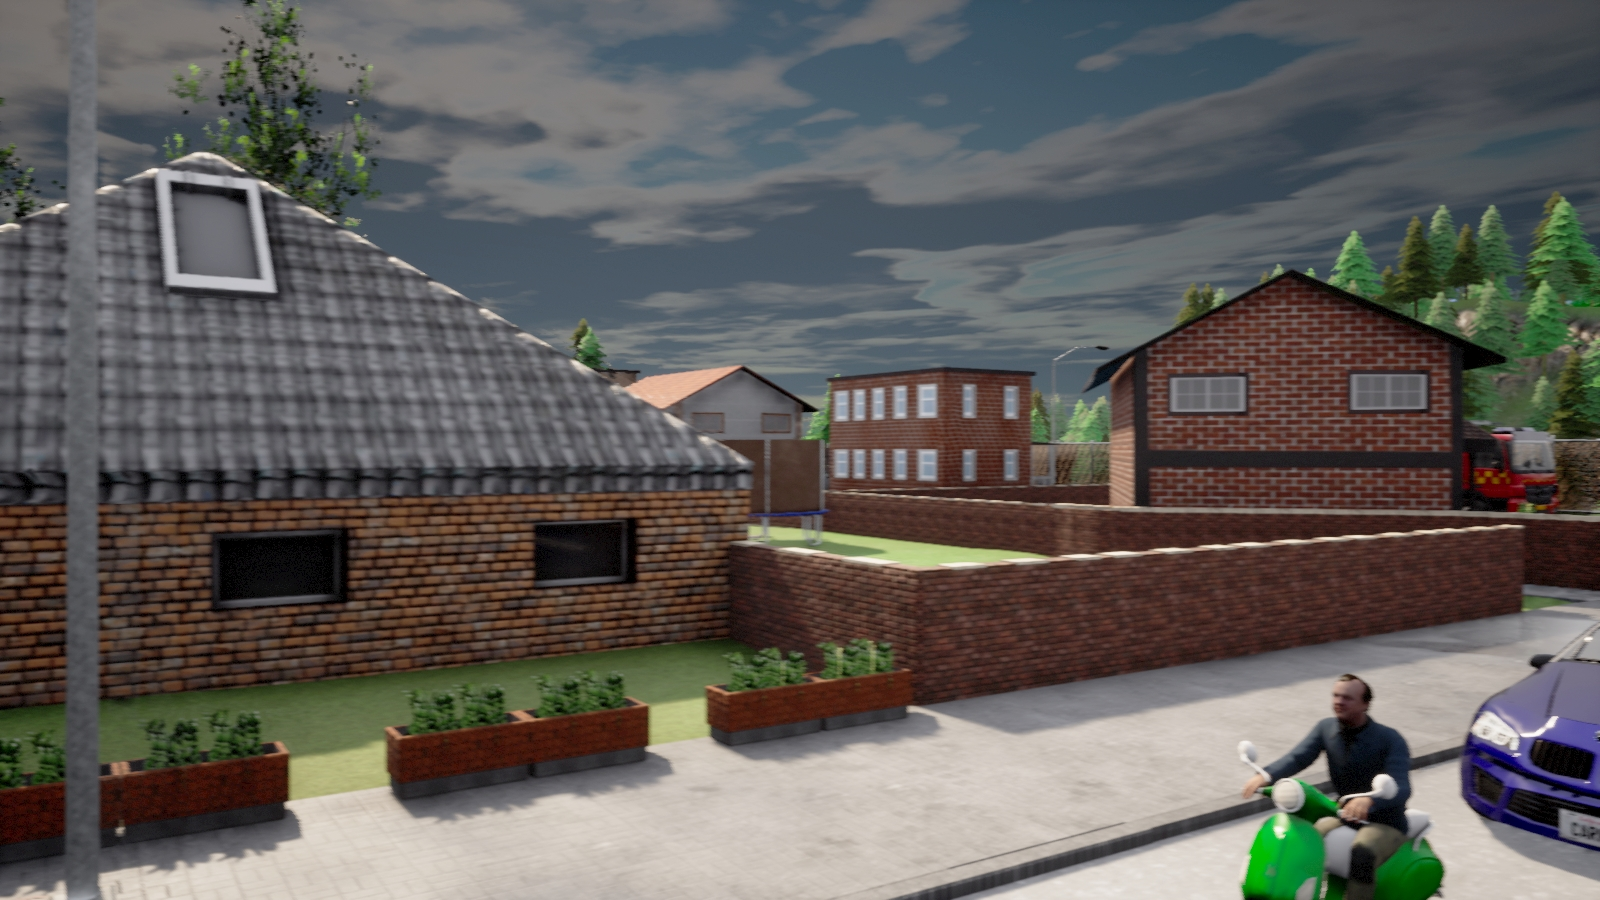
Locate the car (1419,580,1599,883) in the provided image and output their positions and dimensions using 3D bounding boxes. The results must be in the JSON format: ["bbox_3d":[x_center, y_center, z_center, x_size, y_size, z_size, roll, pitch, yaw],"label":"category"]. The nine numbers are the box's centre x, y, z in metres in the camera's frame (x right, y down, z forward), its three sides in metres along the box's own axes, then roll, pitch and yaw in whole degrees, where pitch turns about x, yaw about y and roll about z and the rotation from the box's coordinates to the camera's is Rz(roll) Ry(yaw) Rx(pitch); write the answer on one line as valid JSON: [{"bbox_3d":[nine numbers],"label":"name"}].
[{"bbox_3d":[7.079,1.966,8.675,4.611,1.667,2.242,0,0,-33],"label":"car"}]

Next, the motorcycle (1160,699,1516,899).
[{"bbox_3d":[2.826,2.140,5.953,1.805,1.316,0.856,0,0,-33],"label":"motorcycle"}]

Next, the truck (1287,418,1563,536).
[{"bbox_3d":[22.449,0.879,41.665,2.891,3.827,8.468,0,0,-33],"label":"truck"}]
